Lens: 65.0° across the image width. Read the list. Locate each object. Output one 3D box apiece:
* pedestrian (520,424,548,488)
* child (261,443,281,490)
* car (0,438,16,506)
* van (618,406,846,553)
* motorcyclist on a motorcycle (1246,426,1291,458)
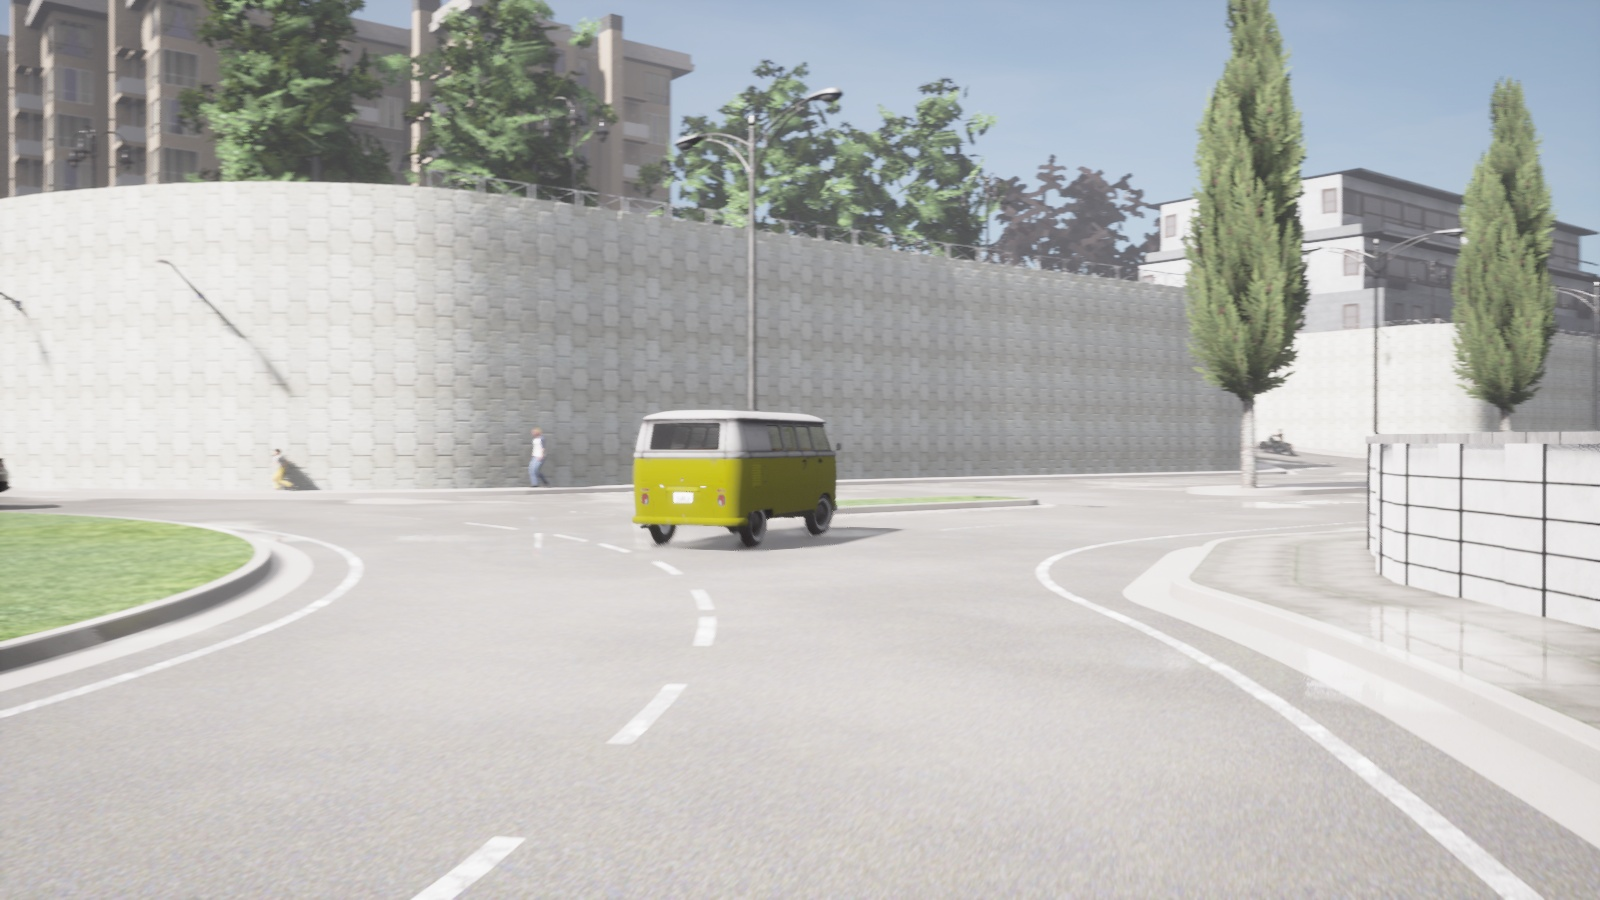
[{"bbox_3d":[-7.746,0.171,36.579,0.706,1.836,0.354,0,0,-37],"label":"pedestrian"},{"bbox_3d":[-14.387,0.445,34.170,0.437,1.263,0.270,0,0,-9],"label":"child"},{"bbox_3d":[-20.412,0.485,27.844,4.902,1.511,2.128,0,0,8],"label":"car"},{"bbox_3d":[-0.892,0.386,19.329,1.775,1.987,4.442,0,0,22],"label":"van"},{"bbox_3d":[28.299,-0.485,75.913,0.766,1.649,2.350,1,6,-37],"label":"motorcyclist on a motorcycle"}]
